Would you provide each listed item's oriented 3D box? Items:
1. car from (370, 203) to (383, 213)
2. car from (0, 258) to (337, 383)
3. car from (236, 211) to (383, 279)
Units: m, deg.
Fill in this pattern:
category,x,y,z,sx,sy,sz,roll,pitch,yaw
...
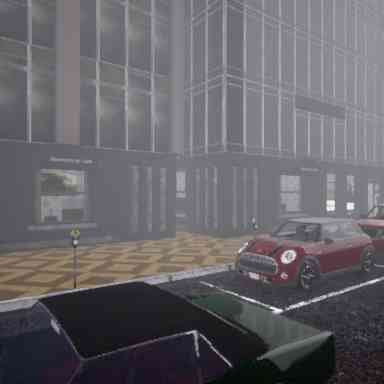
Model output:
category,x,y,z,sx,sy,sz,roll,pitch,yaw
car,7.605,1.309,12.161,5.009,1.841,2.192,0,0,-36
car,-0.961,1.601,2.693,4.718,1.301,1.895,0,0,-36
car,3.080,1.439,8.933,4.097,1.590,1.967,0,0,-36
